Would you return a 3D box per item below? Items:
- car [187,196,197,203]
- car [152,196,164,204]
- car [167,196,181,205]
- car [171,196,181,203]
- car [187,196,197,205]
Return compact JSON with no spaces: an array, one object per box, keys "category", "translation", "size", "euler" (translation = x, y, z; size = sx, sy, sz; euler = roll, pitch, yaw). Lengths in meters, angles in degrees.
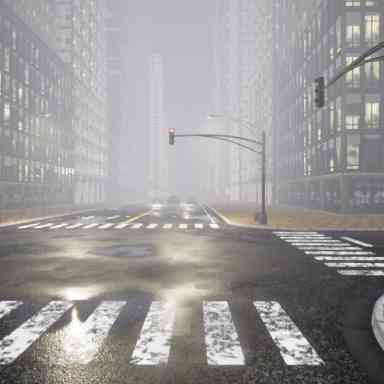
[{"category":"car","translation":[-0.039,1.541,70.598],"size":[1.994,1.385,4.181],"euler":[0,0,0]},{"category":"car","translation":[-6.536,1.608,64.345],"size":[2.128,1.511,4.902],"euler":[0,0,0]},{"category":"car","translation":[-3.284,1.453,60.149],"size":[2.097,1.767,4.553],"euler":[0,0,0]},{"category":"car","translation":[-3.289,1.565,70.209],"size":[1.895,1.301,4.718],"euler":[0,0,0]},{"category":"car","translation":[-0.034,1.703,60.626],"size":[1.895,1.301,4.718],"euler":[0,0,0]}]
